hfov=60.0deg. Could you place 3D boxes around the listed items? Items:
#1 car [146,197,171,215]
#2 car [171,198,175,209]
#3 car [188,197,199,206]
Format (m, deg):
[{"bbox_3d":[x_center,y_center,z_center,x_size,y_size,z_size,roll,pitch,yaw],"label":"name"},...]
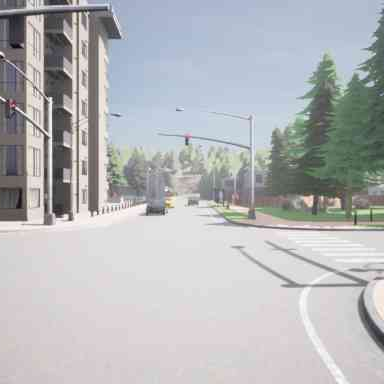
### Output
[{"bbox_3d":[-3.483,1.477,33.534,1.882,1.535,5.008,0,0,0],"label":"car"},{"bbox_3d":[-3.429,1.477,45.618,1.882,1.535,5.008,0,0,0],"label":"car"},{"bbox_3d":[0.196,1.547,55.714,2.033,1.411,5.357,0,0,0],"label":"car"}]
